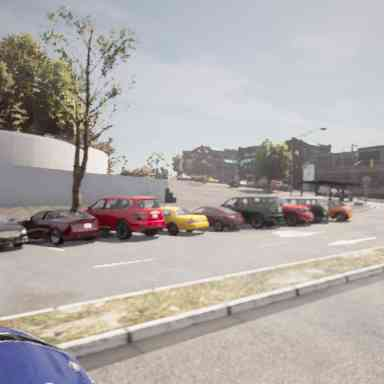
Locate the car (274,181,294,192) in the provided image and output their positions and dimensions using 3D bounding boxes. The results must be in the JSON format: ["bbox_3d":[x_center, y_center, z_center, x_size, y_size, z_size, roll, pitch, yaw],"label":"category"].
[{"bbox_3d":[18.859,-0.814,66.094,2.231,1.521,4.892,7,3,35],"label":"car"}]

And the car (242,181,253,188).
[{"bbox_3d":[13.800,-1.633,73.662,1.946,1.575,5.366,7,3,35],"label":"car"}]

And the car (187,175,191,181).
[{"bbox_3d":[1.485,-3.671,90.687,2.185,1.767,4.553,6,3,34],"label":"car"}]

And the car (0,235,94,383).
[{"bbox_3d":[-2.552,1.346,1.311,4.553,1.767,2.097,0,0,-35],"label":"car"}]

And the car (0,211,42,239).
[{"bbox_3d":[-8.829,1.496,13.916,4.892,1.521,2.231,-1,-1,35],"label":"car"}]

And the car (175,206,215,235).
[{"bbox_3d":[-1.644,1.535,19.233,5.366,1.575,1.946,-1,-1,35],"label":"car"}]

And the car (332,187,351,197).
[{"bbox_3d":[25.755,0.314,56.232,2.002,1.452,4.674,7,3,35],"label":"car"}]

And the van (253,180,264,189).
[{"bbox_3d":[15.373,-1.586,70.930,1.878,1.987,4.442,7,3,35],"label":"van"}]

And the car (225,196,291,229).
[{"bbox_3d":[3.392,1.315,22.618,5.566,2.045,2.435,-1,-1,35],"label":"car"}]

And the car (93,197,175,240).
[{"bbox_3d":[-3.963,1.271,17.407,5.566,2.045,2.435,-1,-1,35],"label":"car"}]

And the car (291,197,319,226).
[{"bbox_3d":[5.906,1.329,24.322,5.566,2.045,2.435,-1,-1,35],"label":"car"}]

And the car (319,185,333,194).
[{"bbox_3d":[24.066,-0.248,58.706,2.435,2.045,5.566,7,3,35],"label":"car"}]

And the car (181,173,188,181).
[{"bbox_3d":[-0.244,-3.906,93.158,2.185,1.767,4.553,4,1,33],"label":"car"}]

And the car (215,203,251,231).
[{"bbox_3d":[0.963,1.591,20.860,4.674,1.452,2.002,-1,-1,35],"label":"car"}]

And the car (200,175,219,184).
[{"bbox_3d":[5.127,-2.996,85.960,1.946,1.575,5.366,7,3,34],"label":"car"}]

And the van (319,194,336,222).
[{"bbox_3d":[8.445,1.369,25.991,4.442,1.987,1.878,-1,-1,35],"label":"van"}]

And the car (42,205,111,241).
[{"bbox_3d":[-6.409,1.537,15.662,4.792,1.488,2.163,-1,-1,35],"label":"car"}]

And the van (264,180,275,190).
[{"bbox_3d":[17.101,-1.313,68.458,1.878,1.987,4.442,7,3,35],"label":"van"}]

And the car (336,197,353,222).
[{"bbox_3d":[10.854,1.486,27.741,4.553,1.767,2.185,-1,-1,35],"label":"car"}]

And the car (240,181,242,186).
[{"bbox_3d":[11.969,-1.865,75.983,2.002,1.452,4.674,7,3,35],"label":"car"}]

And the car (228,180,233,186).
[{"bbox_3d":[10.228,-2.138,78.446,2.002,1.452,4.674,7,3,35],"label":"car"}]

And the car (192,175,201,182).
[{"bbox_3d":[3.278,-3.519,88.220,2.435,2.045,5.566,7,3,34],"label":"car"}]
